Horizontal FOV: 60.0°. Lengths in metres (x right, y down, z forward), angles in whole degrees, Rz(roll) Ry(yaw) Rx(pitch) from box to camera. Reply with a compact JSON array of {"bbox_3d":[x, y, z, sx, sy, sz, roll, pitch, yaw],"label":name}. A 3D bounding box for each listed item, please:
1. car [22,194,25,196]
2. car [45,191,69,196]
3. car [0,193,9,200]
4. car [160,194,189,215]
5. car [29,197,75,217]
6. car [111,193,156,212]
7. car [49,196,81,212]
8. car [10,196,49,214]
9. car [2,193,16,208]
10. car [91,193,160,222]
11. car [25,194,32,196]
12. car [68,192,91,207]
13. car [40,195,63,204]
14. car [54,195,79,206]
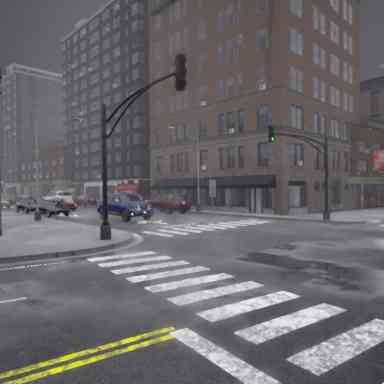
[{"bbox_3d":[-25.759,1.139,47.077,1.837,1.490,4.892,-1,1,-44],"label":"car"},{"bbox_3d":[-17.414,0.881,42.975,2.150,2.045,5.566,-1,1,-44],"label":"car"},{"bbox_3d":[-40.737,0.883,70.743,1.947,1.339,4.313,0,1,-44],"label":"car"},{"bbox_3d":[-2.405,1.085,31.192,2.192,1.841,5.009,0,1,-44],"label":"car"},{"bbox_3d":[-12.356,1.416,29.212,1.947,1.339,4.313,0,1,-44],"label":"car"},{"bbox_3d":[-6.238,1.043,35.147,2.192,1.841,5.009,0,1,-44],"label":"car"},{"bbox_3d":[-13.732,1.375,34.583,1.895,1.301,4.718,-1,1,-44],"label":"car"},{"bbox_3d":[-16.189,1.374,33.166,1.947,1.339,4.313,0,1,-44],"label":"car"},{"bbox_3d":[-23.734,1.247,40.951,1.752,1.417,4.829,0,1,-44],"label":"car"},{"bbox_3d":[-5.305,1.088,25.882,2.150,2.045,5.566,-1,1,-44],"label":"car"},{"bbox_3d":[-29.238,1.042,58.879,1.802,1.307,4.206,0,1,-44],"label":"car"},{"bbox_3d":[-13.905,1.082,43.058,1.967,1.590,4.097,0,1,-44],"label":"car"},{"bbox_3d":[-21.572,1.134,50.969,1.802,1.307,4.206,0,1,-44],"label":"car"},{"bbox_3d":[-17.739,1.179,47.014,1.802,1.307,4.206,0,1,-44],"label":"car"}]
